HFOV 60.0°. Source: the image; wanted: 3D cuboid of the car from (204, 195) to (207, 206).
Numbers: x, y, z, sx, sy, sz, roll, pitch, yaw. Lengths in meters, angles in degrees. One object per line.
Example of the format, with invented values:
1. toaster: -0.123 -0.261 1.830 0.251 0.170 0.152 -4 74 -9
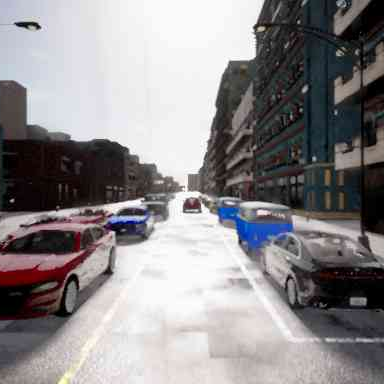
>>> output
1. car: 2.710 1.483 46.643 1.947 1.339 4.313 1 0 0

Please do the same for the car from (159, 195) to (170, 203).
1. car: -5.665 1.426 68.926 1.947 1.339 4.313 1 0 0

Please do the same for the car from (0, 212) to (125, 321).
1. car: -3.087 1.466 7.633 1.882 1.535 5.008 0 0 0

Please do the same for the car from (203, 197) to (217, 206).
1. car: 2.712 1.470 52.223 1.947 1.339 4.313 1 0 0

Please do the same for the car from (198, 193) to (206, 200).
1. car: 2.721 1.236 91.287 1.967 1.590 4.097 1 0 0

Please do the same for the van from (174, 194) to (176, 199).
1. van: -5.658 1.154 85.666 1.690 1.788 3.998 1 0 0

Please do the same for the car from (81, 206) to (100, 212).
1. car: -5.675 1.516 18.704 1.887 1.381 4.507 1 0 0

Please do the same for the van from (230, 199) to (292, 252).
1. van: 2.707 1.321 13.157 1.690 1.788 3.998 1 0 0

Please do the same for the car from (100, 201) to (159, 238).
1. car: -3.083 1.451 17.545 1.882 1.535 5.008 0 0 0

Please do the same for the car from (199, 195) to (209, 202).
1. car: 2.716 1.396 74.547 2.008 1.369 4.403 1 0 0

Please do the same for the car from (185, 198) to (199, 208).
1. car: 0.015 1.514 48.386 1.895 1.301 4.718 0 0 0

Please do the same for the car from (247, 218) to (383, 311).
1. car: 2.703 1.539 7.578 2.008 1.369 4.403 1 0 0

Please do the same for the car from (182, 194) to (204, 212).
1. car: 0.007 1.289 37.449 2.097 1.767 4.553 0 0 0

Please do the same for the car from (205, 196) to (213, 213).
1. car: 2.709 1.466 35.650 1.752 1.417 4.829 1 0 0

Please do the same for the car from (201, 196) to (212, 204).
1. car: 2.714 1.420 63.385 1.887 1.381 4.507 1 0 0

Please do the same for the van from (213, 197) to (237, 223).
1. van: 2.709 1.303 24.320 1.690 1.788 3.998 1 0 0

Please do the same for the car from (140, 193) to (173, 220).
1. car: -3.079 1.177 28.230 2.150 2.045 5.566 0 0 0

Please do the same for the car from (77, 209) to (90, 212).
1. car: -5.677 1.562 13.123 1.802 1.307 4.206 1 0 0
